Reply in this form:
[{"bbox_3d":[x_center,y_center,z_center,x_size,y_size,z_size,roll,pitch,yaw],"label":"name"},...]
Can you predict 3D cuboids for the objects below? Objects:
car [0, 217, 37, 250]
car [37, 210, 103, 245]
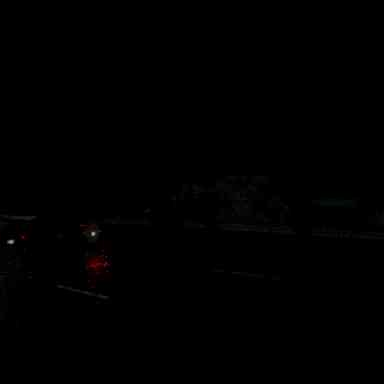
[{"bbox_3d":[-8.757,1.683,13.674,4.674,1.442,1.812,0,0,31],"label":"car"},{"bbox_3d":[-6.587,1.663,16.460,4.892,1.490,1.837,0,0,31],"label":"car"}]
